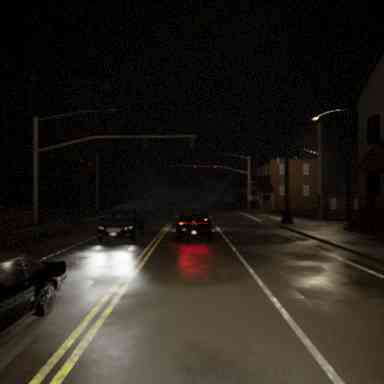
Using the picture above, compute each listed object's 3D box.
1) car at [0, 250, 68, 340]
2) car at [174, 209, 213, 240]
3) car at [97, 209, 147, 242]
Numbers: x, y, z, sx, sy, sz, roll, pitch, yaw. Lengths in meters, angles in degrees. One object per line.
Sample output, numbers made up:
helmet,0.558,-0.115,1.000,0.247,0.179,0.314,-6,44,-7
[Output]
car,-3.595,1.652,4.906,1.895,1.301,4.718,0,-1,0
car,0.094,1.688,18.161,1.837,1.490,4.892,0,-1,0
car,-3.559,1.669,17.514,2.128,1.511,4.902,0,-1,0
